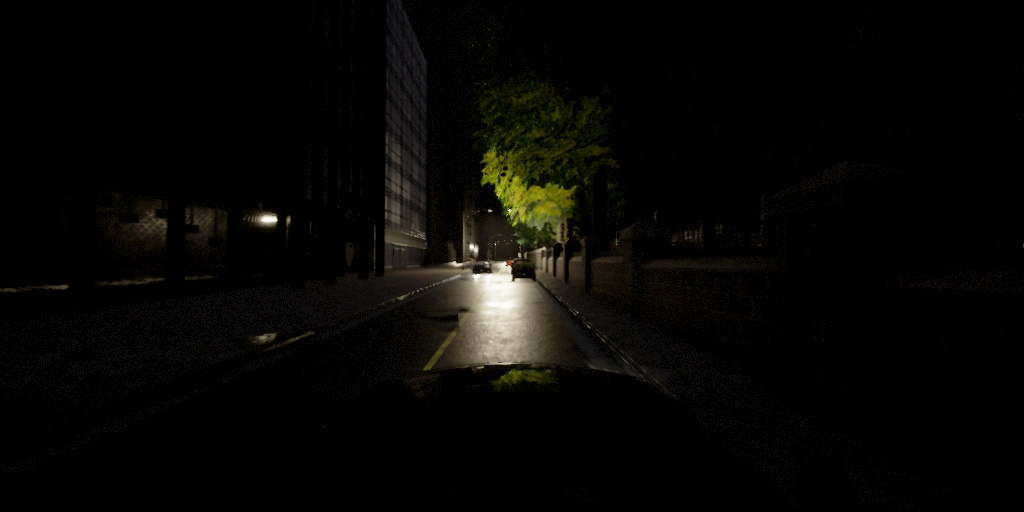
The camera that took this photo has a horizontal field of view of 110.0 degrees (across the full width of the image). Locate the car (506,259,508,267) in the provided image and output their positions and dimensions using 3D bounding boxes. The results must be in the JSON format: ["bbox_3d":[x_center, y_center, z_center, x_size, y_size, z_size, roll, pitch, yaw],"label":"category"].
[{"bbox_3d":[0.015,1.056,63.164,2.097,1.767,4.553,0,0,0],"label":"car"}]

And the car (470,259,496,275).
[{"bbox_3d":[-3.079,1.286,38.465,1.994,1.385,4.181,0,0,0],"label":"car"}]

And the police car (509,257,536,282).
[{"bbox_3d":[0.907,1.158,29.238,1.930,1.638,5.238,0,0,0],"label":"police car"}]
